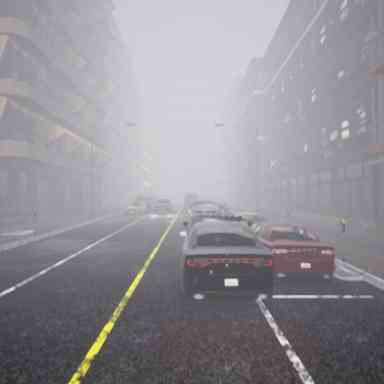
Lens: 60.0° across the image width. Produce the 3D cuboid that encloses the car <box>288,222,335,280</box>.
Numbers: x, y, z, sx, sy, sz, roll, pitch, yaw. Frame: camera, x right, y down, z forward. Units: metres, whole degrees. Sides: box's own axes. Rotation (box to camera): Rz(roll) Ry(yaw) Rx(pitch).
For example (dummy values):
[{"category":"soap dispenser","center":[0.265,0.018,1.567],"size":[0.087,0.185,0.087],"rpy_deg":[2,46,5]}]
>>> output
[{"category":"car","center":[2.574,1.523,9.752],"size":[1.887,1.381,4.507],"rpy_deg":[1,0,0]}]

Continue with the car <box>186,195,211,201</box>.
[{"category":"car","center":[0.792,1.306,24.390],"size":[2.097,1.767,4.553],"rpy_deg":[0,0,0]}]

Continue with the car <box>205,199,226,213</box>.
[{"category":"car","center":[2.533,1.493,37.406],"size":[2.008,1.369,4.403],"rpy_deg":[1,0,0]}]

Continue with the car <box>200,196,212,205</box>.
[{"category":"car","center":[2.502,1.486,59.528],"size":[1.887,1.381,4.507],"rpy_deg":[1,0,0]}]

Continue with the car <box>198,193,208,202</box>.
[{"category":"car","center":[2.449,1.271,76.122],"size":[2.192,1.841,5.009],"rpy_deg":[1,0,0]}]

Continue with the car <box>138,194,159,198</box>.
[{"category":"car","center":[-5.340,1.257,37.457],"size":[2.192,1.841,5.009],"rpy_deg":[2,0,0]}]

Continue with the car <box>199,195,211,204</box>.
[{"category":"car","center":[2.504,1.385,65.060],"size":[1.967,1.590,4.097],"rpy_deg":[1,0,0]}]

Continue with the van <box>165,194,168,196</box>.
[{"category":"van","center":[-5.366,1.280,54.048],"size":[1.690,1.788,3.998],"rpy_deg":[1,0,0]}]

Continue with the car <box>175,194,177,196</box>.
[{"category":"car","center":[-5.411,1.530,81.701],"size":[1.947,1.339,4.313],"rpy_deg":[1,0,0]}]

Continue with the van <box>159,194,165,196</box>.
[{"category":"van","center":[-5.357,1.278,48.516],"size":[1.690,1.788,3.998],"rpy_deg":[2,0,0]}]

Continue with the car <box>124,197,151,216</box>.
[{"category":"car","center":[-5.338,1.473,31.756],"size":[1.752,1.417,4.829],"rpy_deg":[2,0,0]}]

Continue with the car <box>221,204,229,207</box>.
[{"category":"car","center":[2.566,1.492,15.454],"size":[1.752,1.417,4.829],"rpy_deg":[1,0,0]}]

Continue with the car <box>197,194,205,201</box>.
[{"category":"car","center":[2.429,1.414,87.185],"size":[1.967,1.590,4.097],"rpy_deg":[1,0,0]}]

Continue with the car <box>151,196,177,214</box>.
[{"category":"car","center":[-2.894,1.449,34.583],"size":[1.837,1.490,4.892],"rpy_deg":[0,0,0]}]

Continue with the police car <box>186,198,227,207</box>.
[{"category":"police car","center":[0.802,1.387,18.528],"size":[1.930,1.638,5.238],"rpy_deg":[0,0,0]}]

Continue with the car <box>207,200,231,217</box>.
[{"category":"car","center":[2.542,1.492,31.874],"size":[1.887,1.381,4.507],"rpy_deg":[1,0,0]}]

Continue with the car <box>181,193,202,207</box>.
[{"category":"car","center":[-0.054,1.159,45.522],"size":[2.150,2.045,5.566],"rpy_deg":[0,0,0]}]

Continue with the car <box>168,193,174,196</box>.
[{"category":"car","center":[-5.381,1.260,65.109],"size":[2.192,1.841,5.009],"rpy_deg":[1,0,0]}]

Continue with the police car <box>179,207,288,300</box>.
[{"category":"police car","center":[0.705,1.405,8.526],"size":[1.930,1.638,5.238],"rpy_deg":[0,0,0]}]

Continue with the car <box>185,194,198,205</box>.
[{"category":"car","center":[-0.082,1.293,59.933],"size":[2.097,1.767,4.553],"rpy_deg":[0,0,0]}]
